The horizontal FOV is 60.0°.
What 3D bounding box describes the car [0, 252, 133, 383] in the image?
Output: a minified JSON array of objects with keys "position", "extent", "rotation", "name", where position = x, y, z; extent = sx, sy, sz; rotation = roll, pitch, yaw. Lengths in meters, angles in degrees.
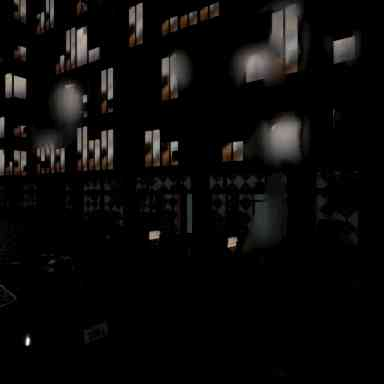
[{"position":[-2.733,1.566,4.836],"extent":[4.313,1.339,1.947],"rotation":[0,0,36],"name":"car"}]
